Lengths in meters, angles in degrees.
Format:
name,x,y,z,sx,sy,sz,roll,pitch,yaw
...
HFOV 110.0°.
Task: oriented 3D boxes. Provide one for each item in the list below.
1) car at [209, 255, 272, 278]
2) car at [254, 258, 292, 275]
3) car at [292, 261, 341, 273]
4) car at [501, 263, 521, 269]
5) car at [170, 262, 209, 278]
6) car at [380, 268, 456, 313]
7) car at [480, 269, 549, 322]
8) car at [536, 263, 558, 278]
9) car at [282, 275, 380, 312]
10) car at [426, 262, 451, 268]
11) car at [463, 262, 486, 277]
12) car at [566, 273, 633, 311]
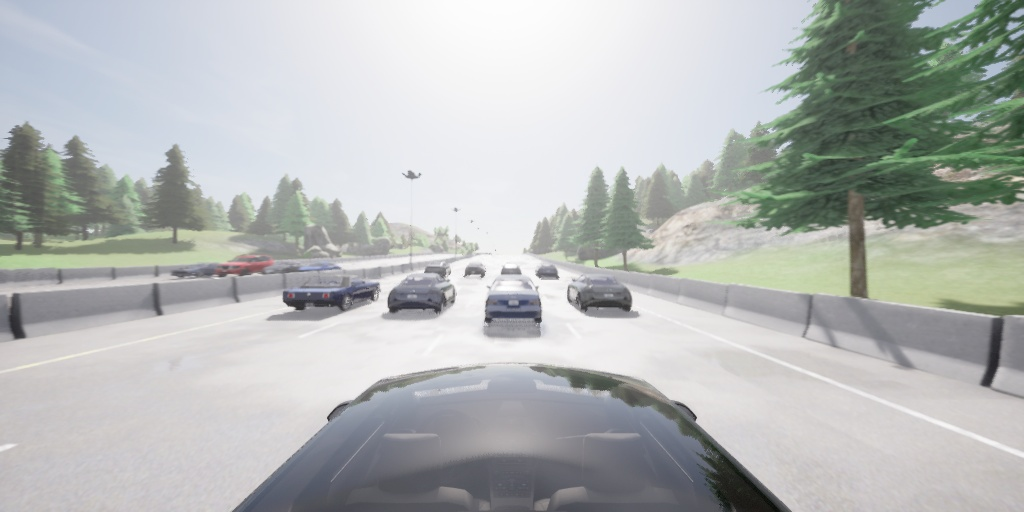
name,x,y,z,sx,sy,sz,roll,pitch,yaw
car,-24.779,0.937,33.663,2.150,2.045,5.566,0,0,0
car,-21.283,1.219,33.812,2.128,1.511,4.902,0,0,0
car,-17.781,1.222,33.336,1.882,1.535,5.008,0,0,0
car,-0.103,1.372,35.415,1.994,1.385,4.181,0,0,0
car,-28.277,1.250,33.133,2.033,1.411,5.357,0,0,0
car,-3.482,1.382,14.467,1.994,1.385,4.181,0,0,0
car,0.028,1.372,12.627,2.033,1.411,5.357,0,0,0
car,3.395,1.385,35.646,1.994,1.385,4.181,0,0,0
car,-6.983,1.405,14.577,1.895,1.301,4.718,0,0,0
car,-7.099,1.275,34.761,2.128,1.511,4.902,0,0,0
car,-3.603,1.318,35.445,1.812,1.442,4.674,0,1,0
car,3.515,1.413,15.065,1.994,1.385,4.181,0,0,0
